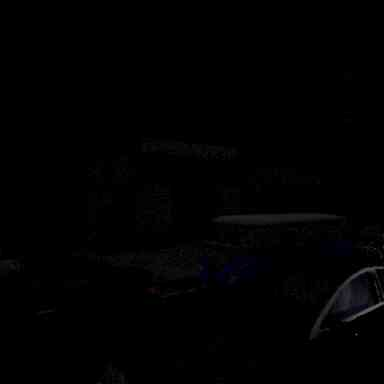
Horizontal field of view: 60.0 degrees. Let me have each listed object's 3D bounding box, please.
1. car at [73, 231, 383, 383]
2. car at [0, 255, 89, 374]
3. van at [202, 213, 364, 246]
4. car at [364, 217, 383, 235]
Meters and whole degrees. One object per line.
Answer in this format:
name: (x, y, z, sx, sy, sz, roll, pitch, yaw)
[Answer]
car: (1.390, 1.520, 4.057, 4.902, 1.511, 2.128, 1, 0, -35)
car: (-2.399, 1.586, 4.477, 4.206, 1.307, 1.802, 1, 0, -35)
van: (2.011, 1.391, 7.618, 3.998, 1.788, 1.690, 1, 0, -35)
car: (6.419, 1.536, 10.756, 4.097, 1.590, 1.967, 1, 0, -35)
